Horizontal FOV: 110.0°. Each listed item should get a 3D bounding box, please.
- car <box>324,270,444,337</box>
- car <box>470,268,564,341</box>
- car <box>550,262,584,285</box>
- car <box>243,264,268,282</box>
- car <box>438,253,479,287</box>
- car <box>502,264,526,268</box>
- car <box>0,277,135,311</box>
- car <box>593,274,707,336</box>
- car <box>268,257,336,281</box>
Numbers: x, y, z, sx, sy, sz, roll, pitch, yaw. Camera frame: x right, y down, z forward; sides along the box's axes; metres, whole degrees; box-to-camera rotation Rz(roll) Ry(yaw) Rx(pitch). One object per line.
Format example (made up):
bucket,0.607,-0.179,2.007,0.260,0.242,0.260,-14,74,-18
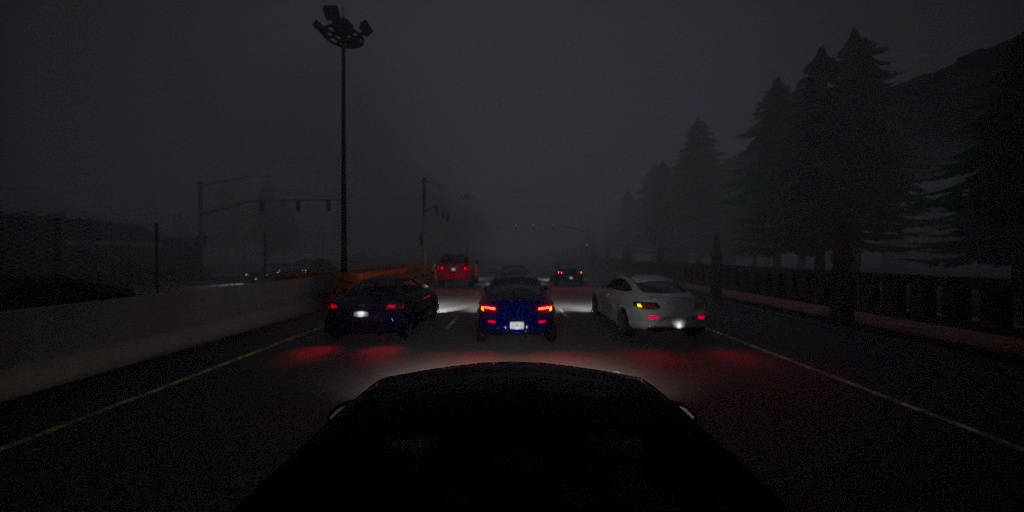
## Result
car,-3.399,1.267,10.072,1.994,1.385,4.181,0,0,0
car,0.094,1.232,9.580,1.812,1.442,4.674,0,0,0
car,3.599,1.151,24.166,1.812,1.442,4.674,0,0,0
car,-17.506,1.157,27.025,2.033,1.411,5.357,0,0,-1
car,-3.426,0.851,23.455,2.150,2.045,5.566,0,0,-1
car,0.101,1.177,19.476,1.812,1.442,4.674,0,0,0
car,-10.598,1.211,7.207,2.128,1.511,4.902,0,0,0
car,3.596,1.229,10.063,1.812,1.442,4.674,0,0,0
car,-14.038,0.974,24.698,2.097,1.767,4.553,0,0,0
